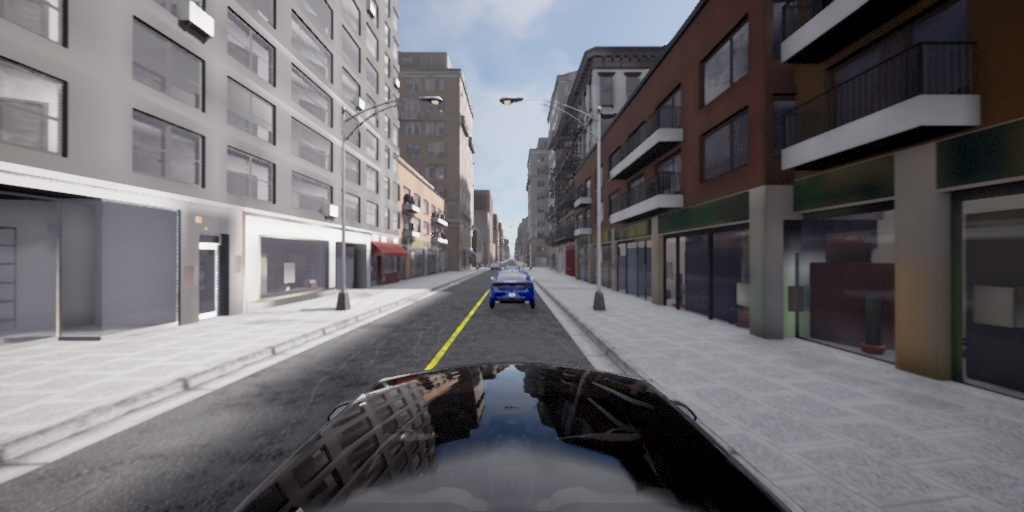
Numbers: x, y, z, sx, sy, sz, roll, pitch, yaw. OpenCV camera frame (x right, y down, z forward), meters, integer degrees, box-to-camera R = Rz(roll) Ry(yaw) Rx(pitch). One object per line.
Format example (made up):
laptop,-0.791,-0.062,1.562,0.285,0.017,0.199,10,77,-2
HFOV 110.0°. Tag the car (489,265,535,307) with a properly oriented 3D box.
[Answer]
car,0.016,1.369,16.321,1.882,1.535,5.008,0,0,0
